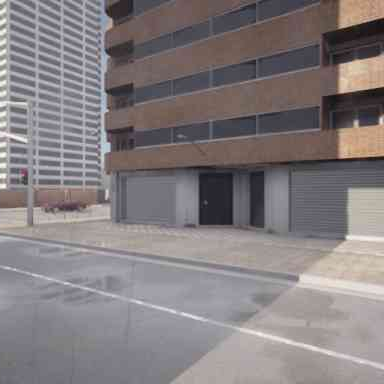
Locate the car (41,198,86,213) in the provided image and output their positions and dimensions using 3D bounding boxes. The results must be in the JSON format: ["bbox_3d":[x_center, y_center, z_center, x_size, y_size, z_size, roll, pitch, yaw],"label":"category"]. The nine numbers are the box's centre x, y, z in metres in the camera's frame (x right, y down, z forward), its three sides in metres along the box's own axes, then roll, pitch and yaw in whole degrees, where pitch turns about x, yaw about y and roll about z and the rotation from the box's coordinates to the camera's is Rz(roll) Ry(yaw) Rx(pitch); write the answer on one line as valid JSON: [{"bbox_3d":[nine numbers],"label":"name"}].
[{"bbox_3d":[-14.137,1.467,36.903,1.882,1.535,5.008,0,0,35],"label":"car"}]
